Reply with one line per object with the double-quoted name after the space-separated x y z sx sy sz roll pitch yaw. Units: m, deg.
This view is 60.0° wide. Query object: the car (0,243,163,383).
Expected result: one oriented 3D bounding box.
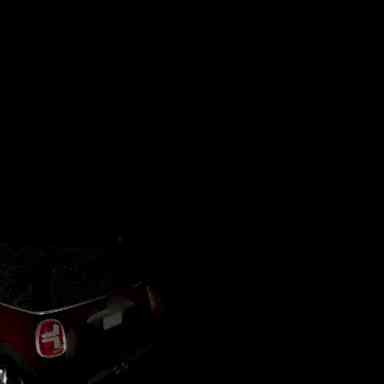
-2.462 1.471 4.836 4.097 1.590 1.967 0 0 36 "car"
